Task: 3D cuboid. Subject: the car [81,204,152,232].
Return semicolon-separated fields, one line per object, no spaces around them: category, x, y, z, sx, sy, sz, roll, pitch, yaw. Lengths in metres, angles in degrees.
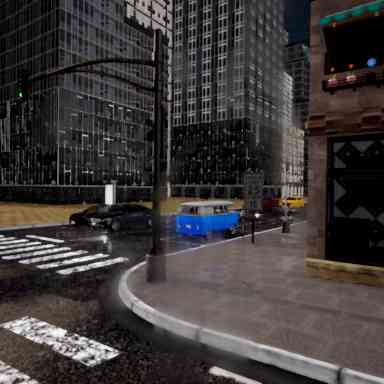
car;-3.971;1.465;20.102;1.812;1.442;4.674;1;1;37

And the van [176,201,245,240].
van;0.914;1.367;16.979;1.690;1.788;3.998;1;1;36

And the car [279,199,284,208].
car;10.165;1.292;44.363;1.967;1.590;4.097;1;1;36

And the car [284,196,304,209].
car;13.431;1.367;44.389;1.882;1.535;5.008;1;1;36

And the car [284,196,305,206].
car;16.495;1.362;53.232;1.752;1.417;4.829;1;1;36

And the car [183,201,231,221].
car;1.301;1.486;27.502;1.994;1.385;4.181;1;1;35

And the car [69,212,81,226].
car;-5.909;1.466;21.851;1.947;1.339;4.313;1;1;36

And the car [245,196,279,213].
car;7.130;1.257;35.637;2.097;1.767;4.553;1;1;36
